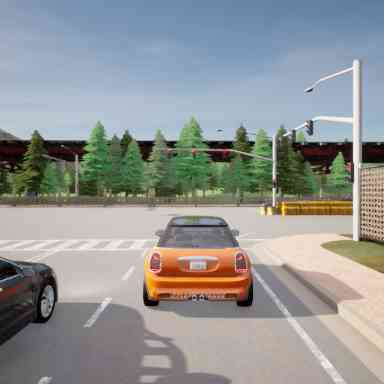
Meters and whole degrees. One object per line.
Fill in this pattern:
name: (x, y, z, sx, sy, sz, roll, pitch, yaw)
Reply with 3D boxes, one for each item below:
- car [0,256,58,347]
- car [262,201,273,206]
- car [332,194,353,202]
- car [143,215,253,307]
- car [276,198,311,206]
car: (-3.399, 1.505, 4.285, 1.837, 1.490, 4.892, 0, 0, 0)
car: (11.633, 1.526, 43.739, 4.674, 1.442, 1.812, 0, 0, -2)
car: (21.333, 1.221, 44.037, 5.566, 2.045, 2.150, 0, 0, -2)
car: (0.128, 1.352, 8.161, 2.097, 1.767, 4.553, 0, 0, 0)
car: (11.957, 1.601, 36.710, 4.718, 1.301, 1.895, 0, 0, -3)
